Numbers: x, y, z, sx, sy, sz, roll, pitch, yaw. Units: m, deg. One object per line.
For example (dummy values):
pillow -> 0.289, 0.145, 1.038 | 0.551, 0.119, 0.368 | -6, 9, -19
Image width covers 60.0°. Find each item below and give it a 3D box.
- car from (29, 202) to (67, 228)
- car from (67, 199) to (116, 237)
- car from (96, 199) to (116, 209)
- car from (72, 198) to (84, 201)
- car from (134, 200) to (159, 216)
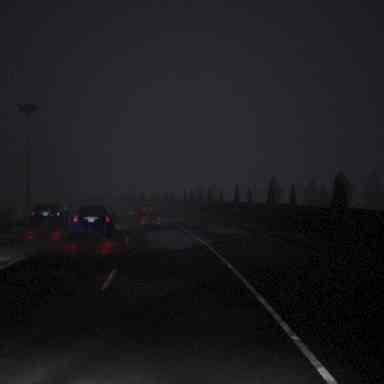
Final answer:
car -> -10.249, 1.522, 24.117 | 2.097, 1.767, 4.553 | 0, 0, -14
car -> -5.521, 1.478, 19.070 | 2.097, 1.767, 4.553 | 0, 0, -10
car -> -13.318, 1.858, 51.212 | 1.812, 1.442, 4.674 | 0, 0, -31
car -> -22.135, 1.881, 64.651 | 1.837, 1.490, 4.892 | 0, 0, -39
car -> -4.861, 1.669, 34.966 | 1.801, 1.575, 5.366 | 0, 0, -19
